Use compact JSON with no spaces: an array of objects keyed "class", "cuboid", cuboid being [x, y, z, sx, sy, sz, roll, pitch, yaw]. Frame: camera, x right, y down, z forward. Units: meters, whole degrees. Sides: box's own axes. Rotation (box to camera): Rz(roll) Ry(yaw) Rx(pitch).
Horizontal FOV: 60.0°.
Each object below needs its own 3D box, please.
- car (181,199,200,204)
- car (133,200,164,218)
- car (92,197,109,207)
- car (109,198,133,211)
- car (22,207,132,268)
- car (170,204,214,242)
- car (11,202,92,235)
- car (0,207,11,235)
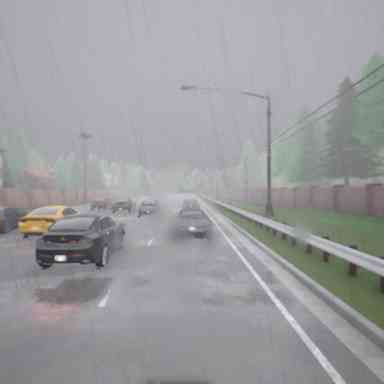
[{"class":"car","cuboid":[-0.116,1.452,34.846,2.033,1.411,5.357,0,0,0]},{"class":"car","cuboid":[-3.581,1.420,29.499,2.128,1.511,4.902,0,0,0]},{"class":"car","cuboid":[-10.647,1.424,39.696,1.837,1.490,4.892,0,0,0]},{"class":"car","cuboid":[-7.118,1.426,35.470,1.837,1.490,4.892,0,0,0]},{"class":"car","cuboid":[-3.462,1.483,11.148,1.837,1.490,4.892,0,0,0]},{"class":"car","cuboid":[-0.006,1.520,16.204,1.994,1.385,4.181,0,0,0]},{"class":"car","cuboid":[-7.002,1.449,17.256,1.882,1.535,5.008,0,0,0]},{"class":"car","cuboid":[-10.511,1.524,18.688,2.033,1.411,5.357,0,0,0]}]
